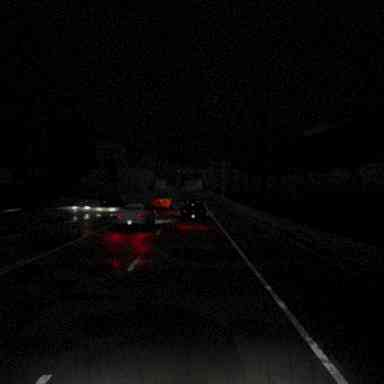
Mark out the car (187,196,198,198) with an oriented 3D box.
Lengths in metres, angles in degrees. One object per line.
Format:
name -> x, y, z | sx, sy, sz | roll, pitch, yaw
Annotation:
car -> 0.088, 1.198, 42.816 | 1.895, 1.301, 4.718 | 0, 1, 0

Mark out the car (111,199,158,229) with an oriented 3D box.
car -> -3.407, 1.404, 20.443 | 1.812, 1.442, 4.674 | 0, 0, 0

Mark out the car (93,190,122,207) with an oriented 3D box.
car -> -10.534, 0.822, 42.854 | 2.150, 2.045, 5.566 | 0, 0, 0

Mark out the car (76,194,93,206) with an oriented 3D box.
car -> -14.018, 1.085, 44.590 | 1.837, 1.490, 4.892 | 0, 1, 0

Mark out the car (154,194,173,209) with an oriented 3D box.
car -> -3.410, 1.007, 38.873 | 2.097, 1.767, 4.553 | 0, 1, 0

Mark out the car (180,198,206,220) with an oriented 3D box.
car -> 0.092, 1.426, 26.110 | 1.895, 1.301, 4.718 | 0, 1, 0
